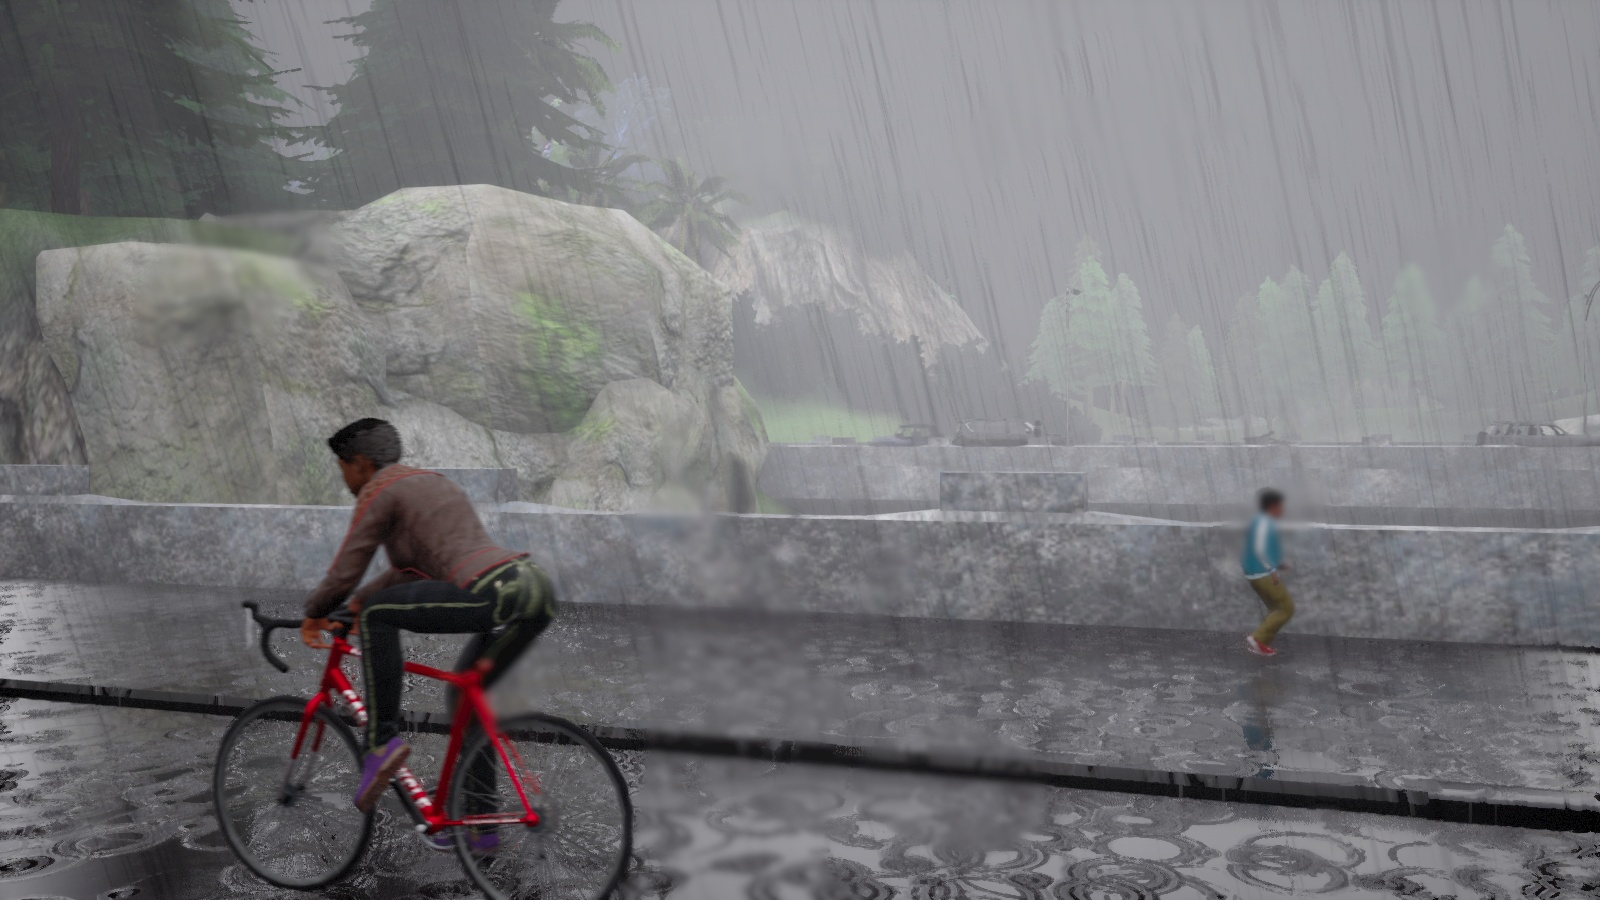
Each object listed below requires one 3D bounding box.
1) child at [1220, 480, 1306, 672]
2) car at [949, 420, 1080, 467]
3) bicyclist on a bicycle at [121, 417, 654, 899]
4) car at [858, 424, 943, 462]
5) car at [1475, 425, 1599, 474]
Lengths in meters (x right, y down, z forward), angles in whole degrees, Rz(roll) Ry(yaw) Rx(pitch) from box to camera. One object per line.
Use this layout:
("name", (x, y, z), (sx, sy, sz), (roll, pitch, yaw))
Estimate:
("child", (2.981, 0.798, 8.105), (0.448, 1.192, 0.343), (0, 1, 8))
("car", (9.715, -0.330, 56.892), (5.566, 2.045, 2.150), (1, 1, 19))
("bicyclist on a bicycle", (-1.368, 0.707, 4.176), (1.656, 1.620, 0.582), (0, 1, 19))
("car", (5.042, -0.362, 62.679), (3.866, 1.878, 1.905), (1, 1, 19))
("car", (29.755, -0.051, 50.173), (4.605, 1.855, 1.932), (1, 1, 19))
